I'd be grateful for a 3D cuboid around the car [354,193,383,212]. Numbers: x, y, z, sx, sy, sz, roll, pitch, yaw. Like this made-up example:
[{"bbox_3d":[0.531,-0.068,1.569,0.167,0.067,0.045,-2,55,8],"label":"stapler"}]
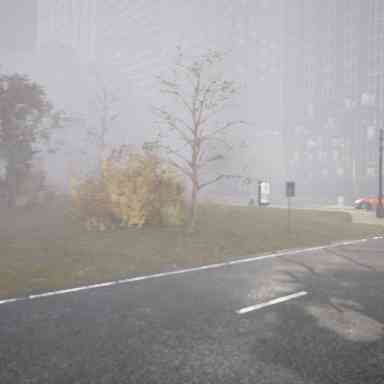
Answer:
[{"bbox_3d":[16.153,0.855,27.864,4.553,1.767,2.097,2,-1,32],"label":"car"}]
